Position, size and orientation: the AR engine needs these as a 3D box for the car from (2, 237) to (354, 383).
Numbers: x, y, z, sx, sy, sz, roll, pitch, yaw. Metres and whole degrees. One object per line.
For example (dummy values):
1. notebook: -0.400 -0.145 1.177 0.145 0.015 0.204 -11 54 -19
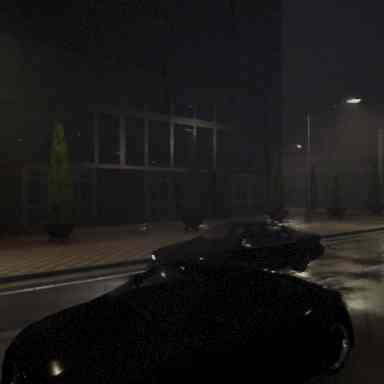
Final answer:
1. car: 0.081 1.563 4.021 4.181 1.385 1.994 0 0 -35

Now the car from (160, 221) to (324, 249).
1. car: 1.499 1.545 9.300 5.357 1.411 2.033 0 0 -35
